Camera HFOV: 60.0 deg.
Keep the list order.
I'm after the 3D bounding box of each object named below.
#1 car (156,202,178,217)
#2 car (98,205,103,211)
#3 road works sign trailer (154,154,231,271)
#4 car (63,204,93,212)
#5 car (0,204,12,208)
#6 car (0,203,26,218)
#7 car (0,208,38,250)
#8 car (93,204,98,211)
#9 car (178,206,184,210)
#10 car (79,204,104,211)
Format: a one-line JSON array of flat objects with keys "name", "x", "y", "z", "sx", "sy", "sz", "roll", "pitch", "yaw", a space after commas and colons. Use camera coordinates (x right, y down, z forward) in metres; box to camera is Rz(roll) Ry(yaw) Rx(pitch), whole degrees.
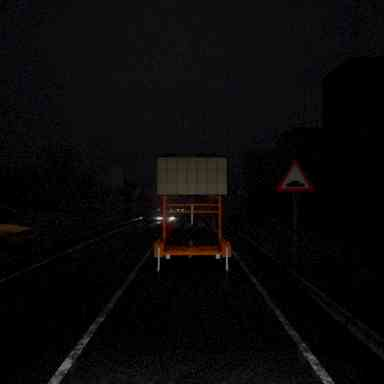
[{"name": "car", "x": -3.354, "y": 2.308, "z": 42.952, "sx": 2.097, "sy": 1.767, "sz": 4.553, "roll": 0, "pitch": -2, "yaw": 0}, {"name": "car", "x": -21.919, "y": 3.280, "z": 69.404, "sx": 5.008, "sy": 1.535, "sz": 2.097, "roll": 0, "pitch": -2, "yaw": 0}, {"name": "road works sign trailer", "x": 0.005, "y": 0.533, "z": 11.097, "sx": 2.380, "sy": 3.560, "sz": 2.880, "roll": 0, "pitch": -1, "yaw": -1}, {"name": "car", "x": -21.926, "y": 3.103, "z": 62.857, "sx": 4.674, "sy": 1.452, "sz": 2.002, "roll": 0, "pitch": -2, "yaw": 0}, {"name": "car", "x": -21.953, "y": 2.189, "z": 35.367, "sx": 4.674, "sy": 1.452, "sz": 2.002, "roll": 0, "pitch": -2, "yaw": 0}, {"name": "car", "x": -22.018, "y": 2.127, "z": 38.541, "sx": 4.553, "sy": 1.767, "sz": 2.185, "roll": 0, "pitch": -2, "yaw": 0}, {"name": "car", "x": -9.394, "y": 1.586, "z": 14.012, "sx": 5.366, "sy": 1.575, "sz": 1.946, "roll": 0, "pitch": -1, "yaw": 0}, {"name": "car", "x": -21.915, "y": 3.173, "z": 66.133, "sx": 4.892, "sy": 1.521, "sz": 2.231, "roll": 0, "pitch": -2, "yaw": 0}, {"name": "car", "x": -3.173, "y": 4.132, "z": 91.334, "sx": 1.994, "sy": 1.385, "sz": 4.181, "roll": 0, "pitch": -2, "yaw": 0}, {"name": "car", "x": -21.903, "y": 3.425, "z": 72.550, "sx": 4.674, "sy": 1.452, "sz": 2.002, "roll": 0, "pitch": -2, "yaw": 0}]
